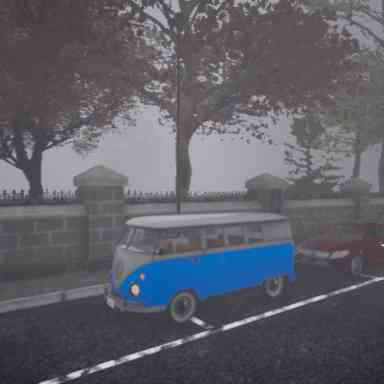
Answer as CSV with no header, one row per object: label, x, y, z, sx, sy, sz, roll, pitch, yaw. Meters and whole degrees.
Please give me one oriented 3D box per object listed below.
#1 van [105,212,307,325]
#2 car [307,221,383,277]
van,0.346,1.335,6.811,3.998,1.788,1.690,0,0,-36
car,4.927,1.568,10.085,4.206,1.307,1.802,0,0,-36
